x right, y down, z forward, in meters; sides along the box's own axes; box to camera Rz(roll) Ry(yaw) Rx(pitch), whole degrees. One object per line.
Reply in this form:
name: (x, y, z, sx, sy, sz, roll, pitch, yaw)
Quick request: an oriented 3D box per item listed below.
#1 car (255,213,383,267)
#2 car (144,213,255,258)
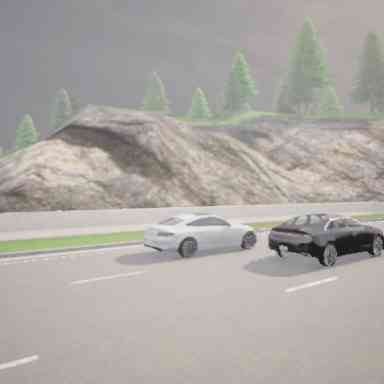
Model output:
car: (4.751, 1.492, 11.457, 4.902, 1.511, 2.128, 0, 0, -35)
car: (0.437, 1.526, 12.694, 4.674, 1.442, 1.812, 0, 0, -35)
